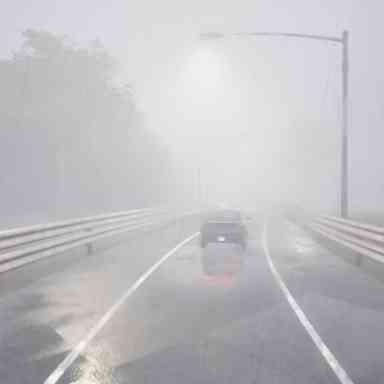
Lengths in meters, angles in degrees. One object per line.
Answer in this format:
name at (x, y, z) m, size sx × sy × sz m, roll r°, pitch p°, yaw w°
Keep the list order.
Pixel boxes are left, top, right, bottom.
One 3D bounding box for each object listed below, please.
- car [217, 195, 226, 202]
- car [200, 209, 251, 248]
car at (6.420, 1.471, 76.025) m, size 1.812 × 1.442 × 4.674 m, roll 0°, pitch 0°, yaw -7°
car at (1.541, 1.513, 14.862) m, size 1.837 × 1.490 × 4.892 m, roll 0°, pitch 0°, yaw 10°
